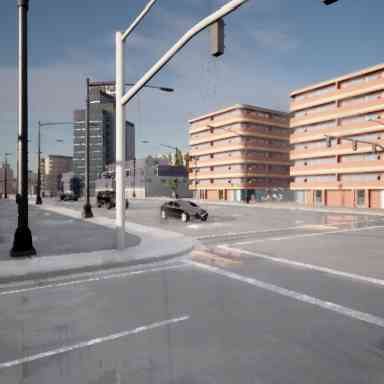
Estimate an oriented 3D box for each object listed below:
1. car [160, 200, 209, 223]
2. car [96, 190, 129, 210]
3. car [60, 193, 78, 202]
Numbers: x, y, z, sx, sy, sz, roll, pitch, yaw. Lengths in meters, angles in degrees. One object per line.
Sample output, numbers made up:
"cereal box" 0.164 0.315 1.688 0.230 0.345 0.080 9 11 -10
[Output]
"car" -0.655 1.373 24.866 1.837 1.490 4.892 0 1 -34
"car" -8.916 0.861 36.993 2.150 2.045 5.566 0 1 -34
"car" -19.420 0.873 52.539 1.994 1.385 4.181 0 1 -34
